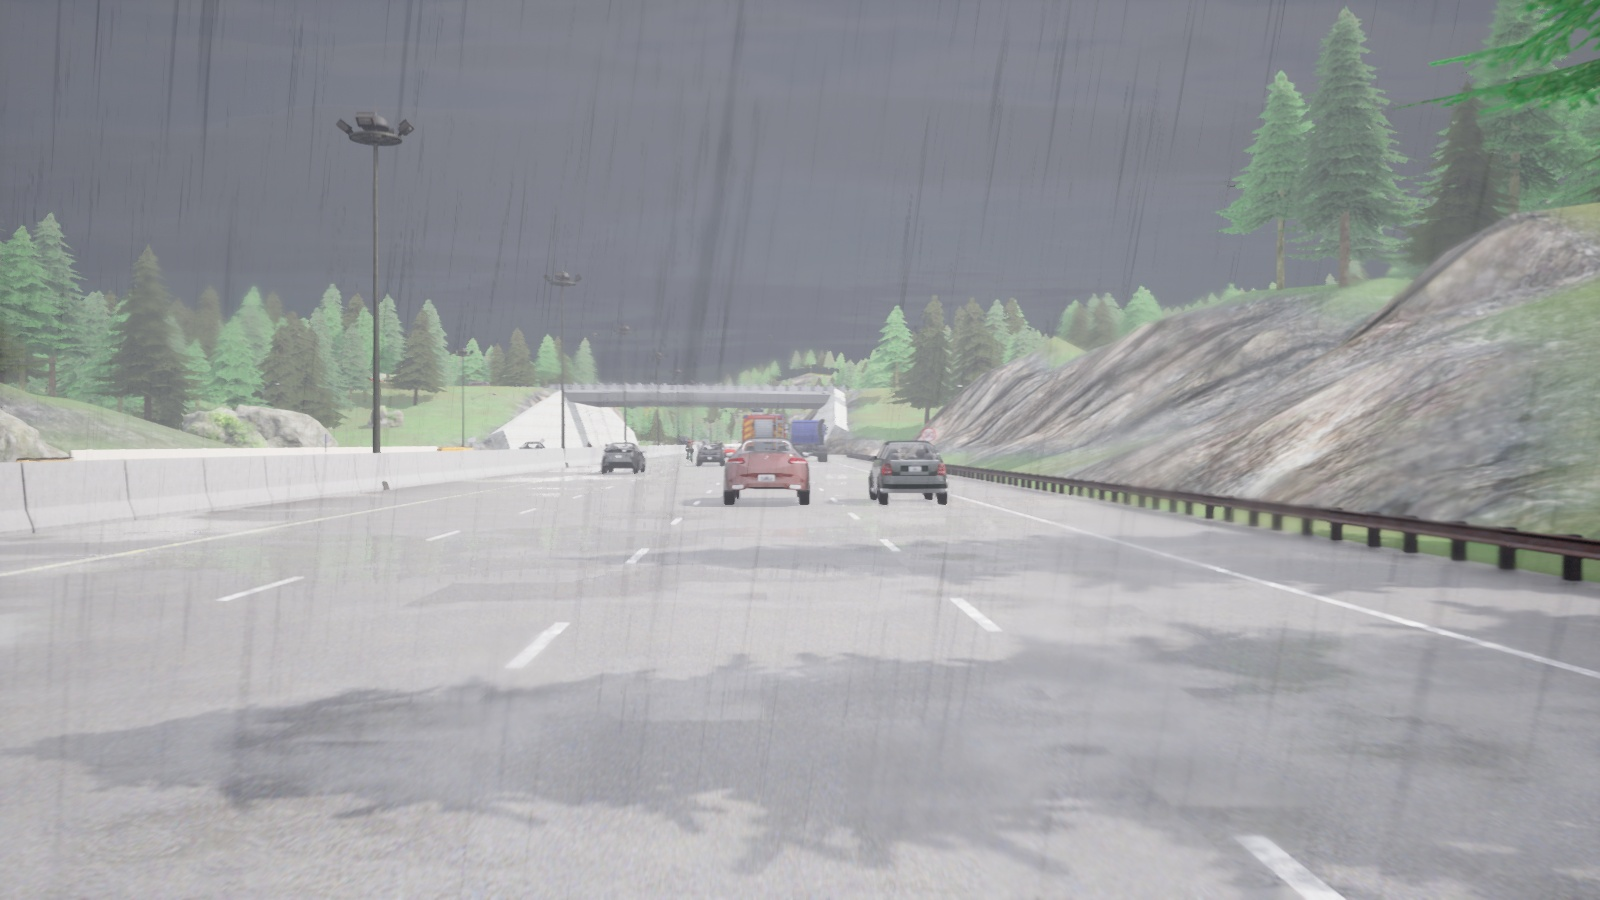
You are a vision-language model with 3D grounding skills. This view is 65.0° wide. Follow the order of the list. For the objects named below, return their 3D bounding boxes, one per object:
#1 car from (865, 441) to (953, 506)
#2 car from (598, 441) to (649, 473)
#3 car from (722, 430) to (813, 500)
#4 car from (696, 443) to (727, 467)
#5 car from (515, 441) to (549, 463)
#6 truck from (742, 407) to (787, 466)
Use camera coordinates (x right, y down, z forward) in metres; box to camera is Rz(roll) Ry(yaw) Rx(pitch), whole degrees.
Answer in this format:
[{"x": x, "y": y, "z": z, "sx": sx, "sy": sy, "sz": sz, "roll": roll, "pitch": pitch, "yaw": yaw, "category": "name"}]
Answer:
[{"x": 2.687, "y": 0.548, "z": 31.597, "sx": 1.789, "sy": 1.549, "sz": 3.705, "roll": 0, "pitch": 0, "yaw": -2, "category": "car"}, {"x": -8.690, "y": 0.339, "z": 62.138, "sx": 2.007, "sy": 1.525, "sz": 4.514, "roll": 0, "pitch": 0, "yaw": -1, "category": "car"}, {"x": -0.815, "y": 0.344, "z": 32.158, "sx": 2.152, "sy": 1.651, "sz": 5.027, "roll": 0, "pitch": 0, "yaw": -1, "category": "car"}, {"x": -5.738, "y": 0.297, "z": 81.805, "sx": 1.816, "sy": 1.474, "sz": 4.193, "roll": 0, "pitch": 0, "yaw": -2, "category": "car"}, {"x": -20.097, "y": 0.104, "z": 94.291, "sx": 1.851, "sy": 1.617, "sz": 3.988, "roll": 0, "pitch": 0, "yaw": -2, "category": "car"}, {"x": -2.390, "y": -0.906, "z": 86.415, "sx": 2.891, "sy": 3.827, "sz": 8.468, "roll": 0, "pitch": 0, "yaw": -1, "category": "truck"}]
